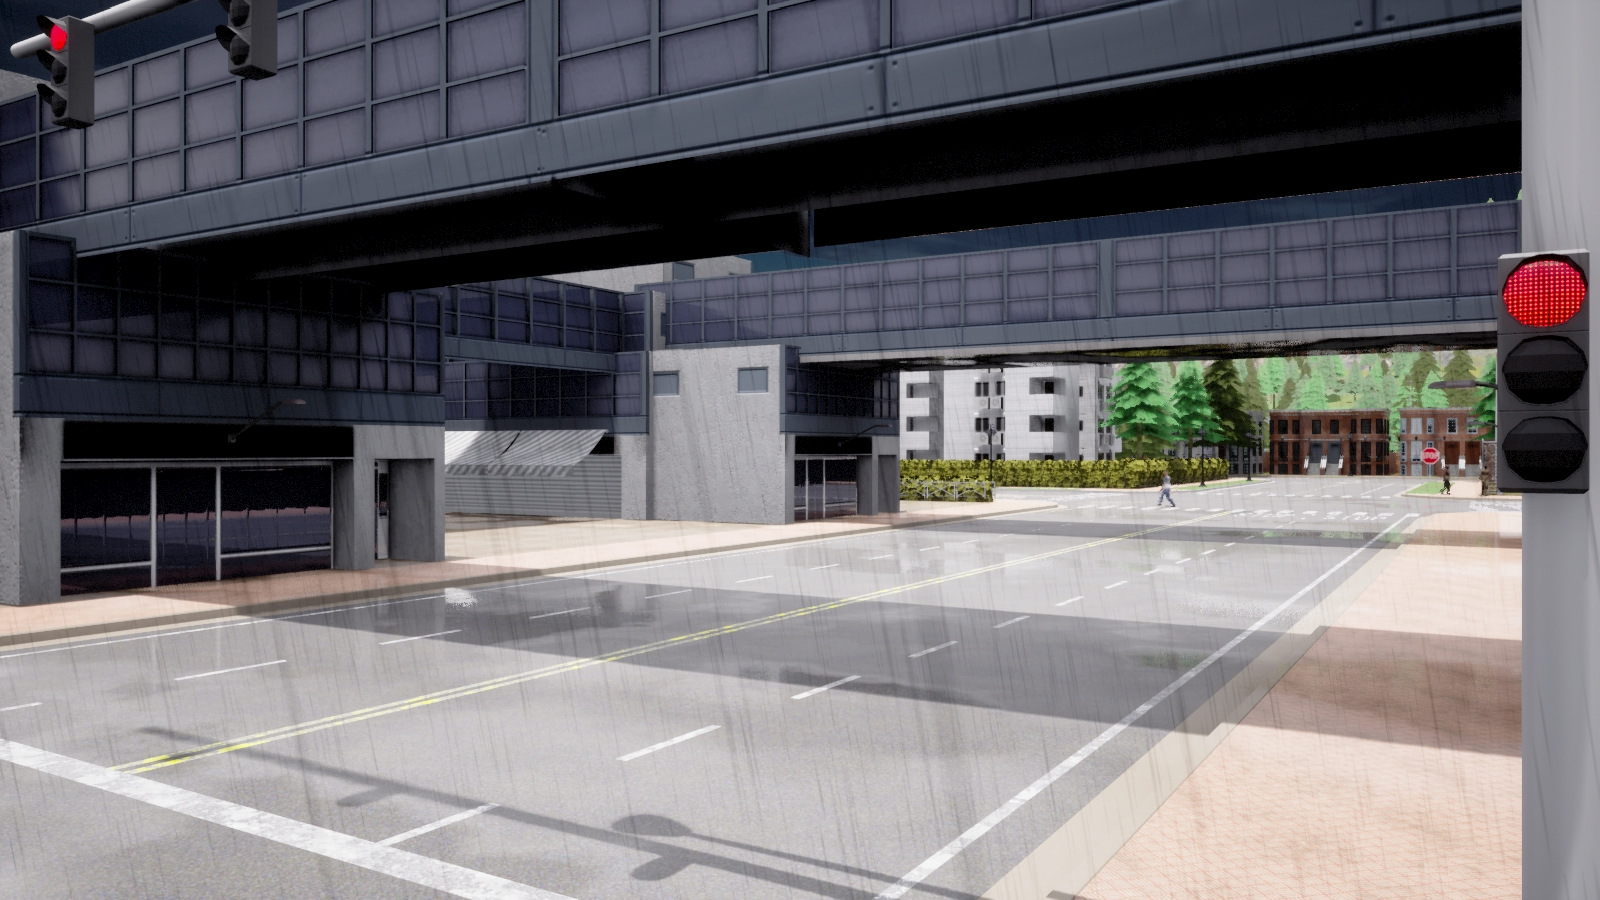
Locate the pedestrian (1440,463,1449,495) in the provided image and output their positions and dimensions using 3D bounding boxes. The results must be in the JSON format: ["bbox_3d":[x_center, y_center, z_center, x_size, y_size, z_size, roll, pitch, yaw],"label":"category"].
[{"bbox_3d":[37.458,1.693,66.366,0.375,1.860,0.375,0,0,-44],"label":"pedestrian"}]

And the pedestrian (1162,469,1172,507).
[{"bbox_3d":[17.820,1.848,55.498,0.375,1.860,0.375,0,0,31],"label":"pedestrian"}]

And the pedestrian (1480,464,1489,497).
[{"bbox_3d":[38.656,1.701,64.524,0.375,1.860,0.375,0,0,13],"label":"pedestrian"}]
